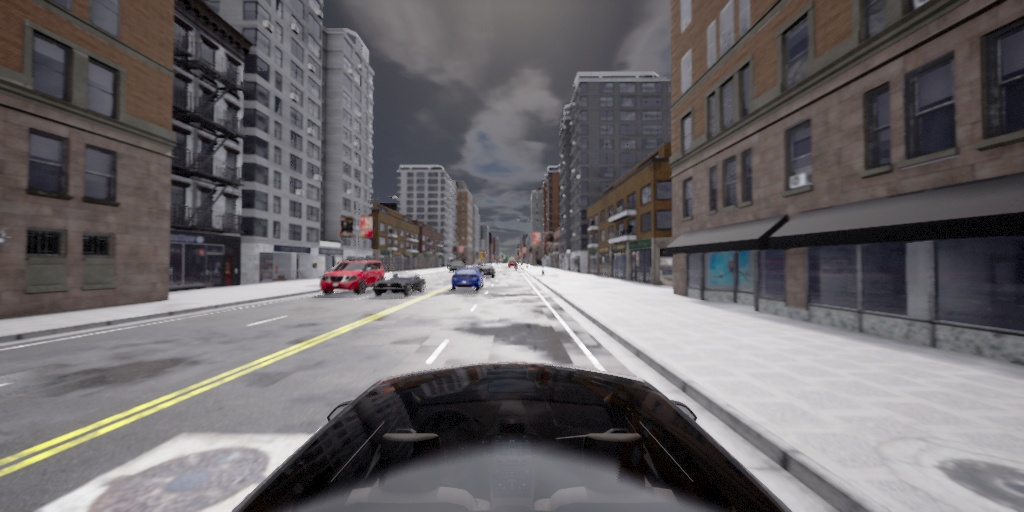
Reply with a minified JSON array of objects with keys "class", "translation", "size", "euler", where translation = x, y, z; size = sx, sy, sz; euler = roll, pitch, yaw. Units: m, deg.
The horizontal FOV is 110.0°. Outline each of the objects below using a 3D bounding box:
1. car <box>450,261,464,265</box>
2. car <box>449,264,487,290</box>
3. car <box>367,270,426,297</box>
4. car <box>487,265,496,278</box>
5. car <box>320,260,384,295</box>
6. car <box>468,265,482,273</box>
[{"class":"car","translation":[-9.739,1.914,63.867],"size":[2.150,2.045,5.566],"euler":[0,-1,1]},{"class":"car","translation":[-3.137,1.594,26.034],"size":[1.882,1.535,5.008],"euler":[0,-1,0]},{"class":"car","translation":[-6.590,1.647,21.399],"size":[1.895,1.301,4.718],"euler":[0,-1,0]},{"class":"car","translation":[-3.125,1.879,44.805],"size":[1.882,1.535,5.008],"euler":[0,-1,0]},{"class":"car","translation":[-9.839,1.288,22.752],"size":[2.150,2.045,5.566],"euler":[0,-1,0]},{"class":"car","translation":[-6.507,2.238,62.726],"size":[1.994,1.385,4.181],"euler":[0,-1,1]}]
